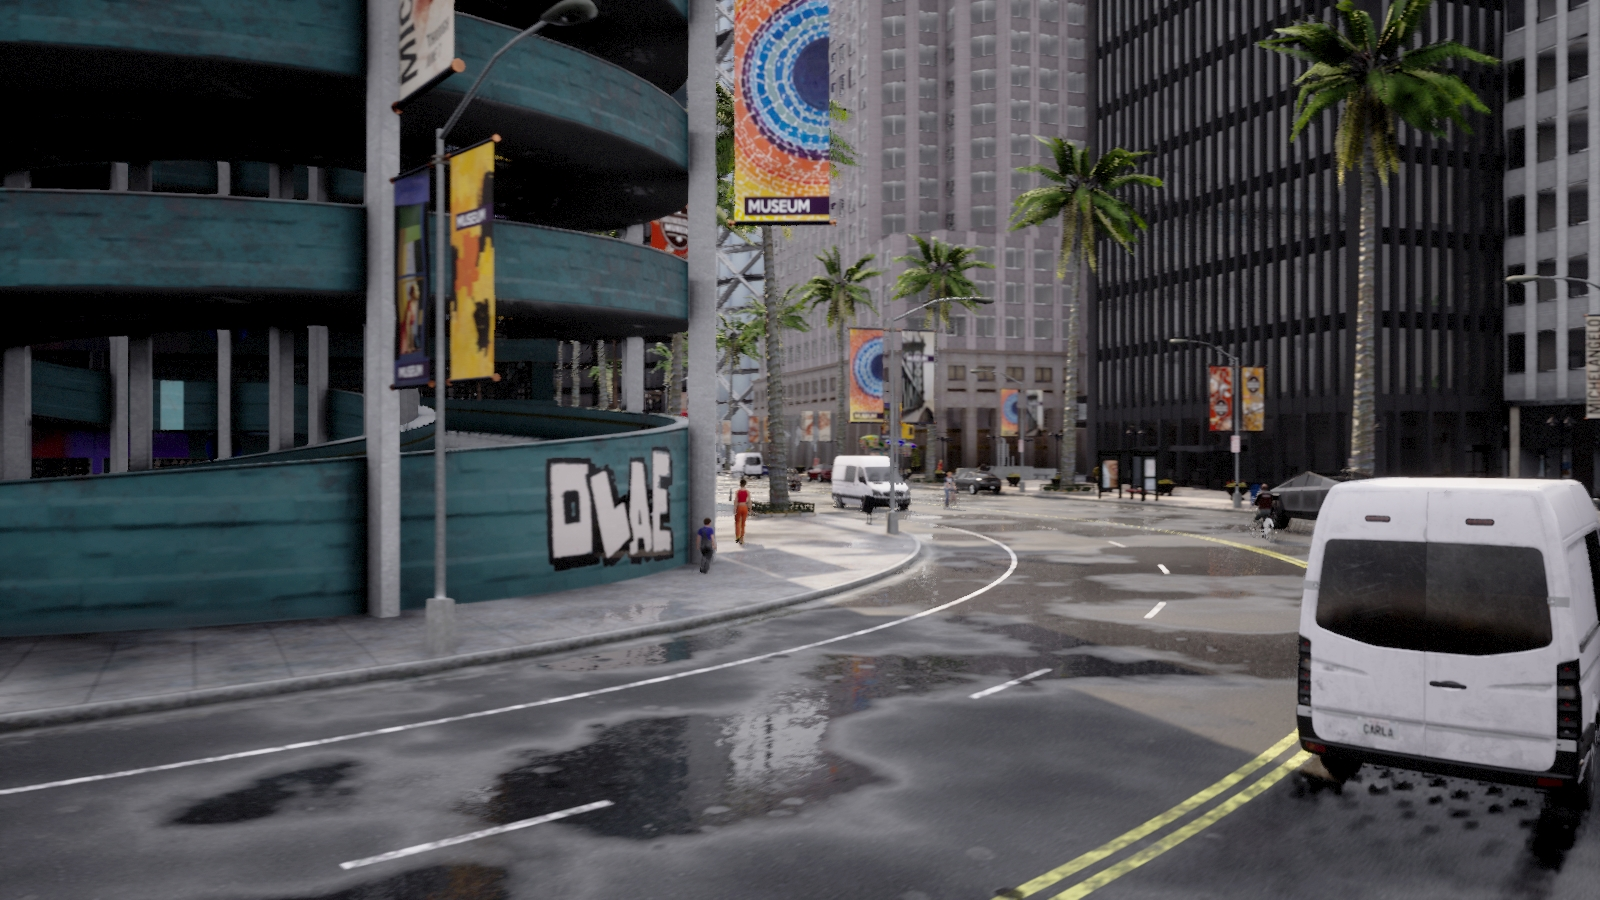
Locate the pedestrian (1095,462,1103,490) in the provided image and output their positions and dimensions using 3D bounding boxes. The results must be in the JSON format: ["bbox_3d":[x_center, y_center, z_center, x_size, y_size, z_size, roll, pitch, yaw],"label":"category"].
[{"bbox_3d":[19.721,1.734,75.460,0.375,1.860,0.375,0,0,-18],"label":"pedestrian"}]

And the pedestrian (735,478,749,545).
[{"bbox_3d":[-1.634,1.715,32.102,0.375,1.860,0.375,0,0,-8],"label":"pedestrian"}]

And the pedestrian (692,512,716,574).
[{"bbox_3d":[-2.050,1.991,24.492,0.375,1.300,0.375,0,0,22],"label":"pedestrian"}]

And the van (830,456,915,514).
[{"bbox_3d":[3.339,1.564,54.049,1.988,2.561,5.915,0,0,-18],"label":"van"}]

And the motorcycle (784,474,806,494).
[{"bbox_3d":[-0.340,2.249,76.644,0.867,1.251,2.209,0,0,-18],"label":"motorcycle"}]

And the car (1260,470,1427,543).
[{"bbox_3d":[17.717,1.768,37.719,2.390,2.098,6.274,0,0,-2],"label":"car"}]

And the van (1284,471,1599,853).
[{"bbox_3d":[6.516,1.538,10.918,1.988,2.561,5.915,0,0,38],"label":"van"}]

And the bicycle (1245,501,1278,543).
[{"bbox_3d":[14.294,2.225,35.420,0.329,1.171,1.835,0,0,2],"label":"bicycle"}]
